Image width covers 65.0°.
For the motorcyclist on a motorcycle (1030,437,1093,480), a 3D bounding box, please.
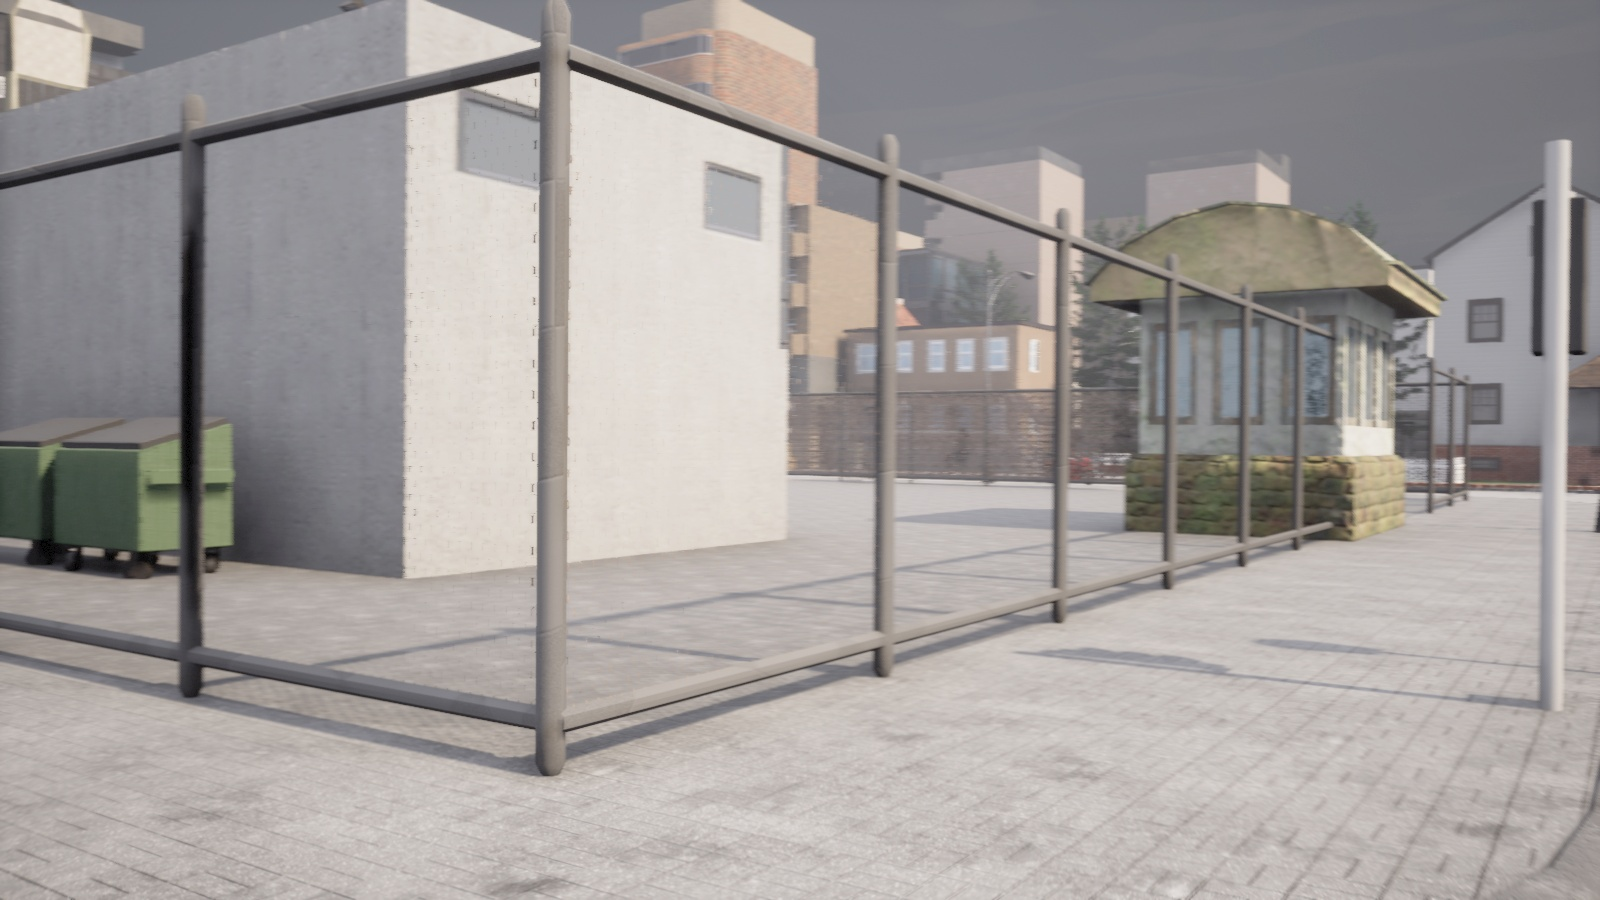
[{"bbox_3d":[9.471,0.309,45.530,2.044,1.523,0.797,0,1,34],"label":"motorcyclist on a motorcycle"}]
